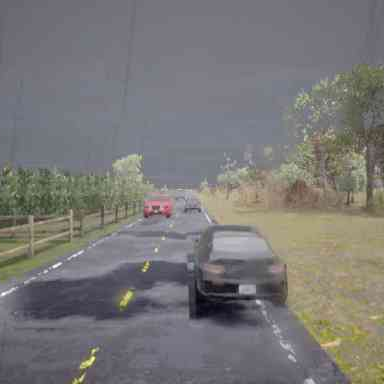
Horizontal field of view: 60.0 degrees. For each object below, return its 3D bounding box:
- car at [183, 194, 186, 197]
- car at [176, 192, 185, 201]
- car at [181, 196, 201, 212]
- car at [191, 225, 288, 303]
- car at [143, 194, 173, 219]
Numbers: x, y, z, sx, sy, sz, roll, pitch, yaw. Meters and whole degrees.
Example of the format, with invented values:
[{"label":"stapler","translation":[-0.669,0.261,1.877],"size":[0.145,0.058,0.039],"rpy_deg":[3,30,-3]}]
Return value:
[{"label":"car","translation":[0.018,1.457,48.640],"size":[1.837,1.490,4.892],"rpy_deg":[0,0,0]},{"label":"car","translation":[-2.782,1.095,82.124],"size":[2.150,2.045,5.566],"rpy_deg":[0,0,0]},{"label":"car","translation":[0.085,1.517,37.671],"size":[2.033,1.411,5.357],"rpy_deg":[0,0,0]},{"label":"car","translation":[0.963,1.523,8.070],"size":[1.812,1.442,4.674],"rpy_deg":[0,0,0]},{"label":"car","translation":[-2.850,1.202,28.977],"size":[2.150,2.045,5.566],"rpy_deg":[0,0,0]}]
